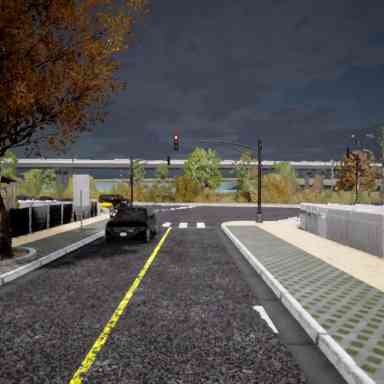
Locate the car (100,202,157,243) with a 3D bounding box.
[{"bbox_3d":[-2.828,1.473,16.220,1.882,1.535,5.008,0,0,0],"label":"car"}]

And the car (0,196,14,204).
[{"bbox_3d":[-40.866,1.721,72.031,4.902,1.511,2.128,-1,2,36],"label":"car"}]

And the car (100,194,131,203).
[{"bbox_3d":[-10.652,1.341,45.927,5.566,2.045,2.150,-1,2,36],"label":"car"}]

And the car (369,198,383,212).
[{"bbox_3d":[19.856,1.260,32.047,4.718,1.301,1.895,-1,2,36],"label":"car"}]

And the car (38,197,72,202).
[{"bbox_3d":[-20.058,1.858,48.767,4.181,1.385,1.994,0,2,36],"label":"car"}]

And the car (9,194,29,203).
[{"bbox_3d":[-38.937,1.441,74.637,4.553,1.767,2.097,-1,2,36],"label":"car"}]

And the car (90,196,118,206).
[{"bbox_3d":[-12.389,1.705,43.185,5.008,1.535,1.882,-1,2,36],"label":"car"}]

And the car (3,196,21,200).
[{"bbox_3d":[-32.093,1.926,57.593,4.674,1.442,1.812,-1,2,36],"label":"car"}]

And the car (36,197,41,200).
[{"bbox_3d":[-32.661,1.578,66.065,4.553,1.767,2.097,-1,2,36],"label":"car"}]

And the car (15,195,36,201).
[{"bbox_3d":[-31.319,1.808,61.068,4.892,1.490,1.837,-1,1,36],"label":"car"}]

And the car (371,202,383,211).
[{"bbox_3d":[16.386,1.429,26.290,5.357,1.411,2.033,-1,2,36],"label":"car"}]
